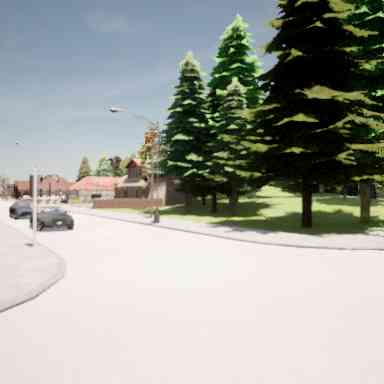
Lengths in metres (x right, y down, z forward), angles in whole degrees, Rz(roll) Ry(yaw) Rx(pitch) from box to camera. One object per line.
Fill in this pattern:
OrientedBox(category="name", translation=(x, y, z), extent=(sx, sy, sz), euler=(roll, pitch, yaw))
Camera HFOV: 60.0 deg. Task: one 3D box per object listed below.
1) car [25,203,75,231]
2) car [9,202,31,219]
OrientedBox(category="car", translation=(-8.809, 1.606, 20.853), extent=(1.994, 1.385, 4.181), euler=(1, 0, -35))
OrientedBox(category="car", translation=(-14.934, 1.589, 29.468), extent=(2.033, 1.411, 5.357), euler=(1, 0, -35))
